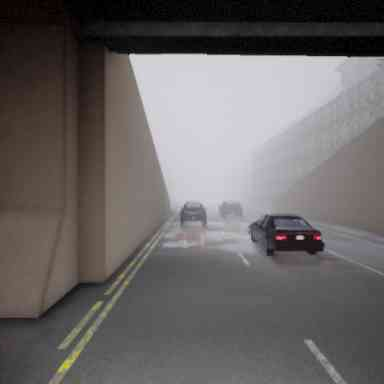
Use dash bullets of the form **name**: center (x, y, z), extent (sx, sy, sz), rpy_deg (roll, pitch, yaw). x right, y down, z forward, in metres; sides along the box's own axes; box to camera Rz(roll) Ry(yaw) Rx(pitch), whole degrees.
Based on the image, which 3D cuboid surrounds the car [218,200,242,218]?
- **car**: center (3.599, 1.568, 31.377), extent (1.837, 1.490, 4.892), rpy_deg (0, 0, 0)

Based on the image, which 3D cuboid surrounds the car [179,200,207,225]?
- **car**: center (0.098, 1.542, 24.669), extent (2.128, 1.511, 4.902), rpy_deg (0, 0, 0)

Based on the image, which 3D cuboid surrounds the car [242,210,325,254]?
- **car**: center (3.603, 1.576, 13.613), extent (2.033, 1.411, 5.357), rpy_deg (0, 0, 0)

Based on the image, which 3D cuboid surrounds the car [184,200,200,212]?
- **car**: center (0.053, 1.686, 41.696), extent (1.895, 1.301, 4.718), rpy_deg (0, 0, 0)
